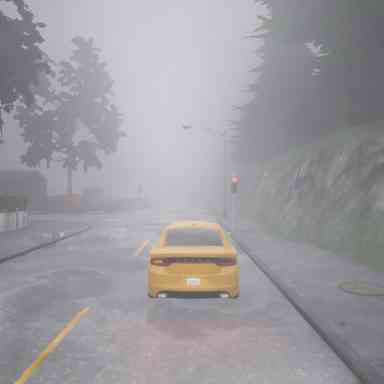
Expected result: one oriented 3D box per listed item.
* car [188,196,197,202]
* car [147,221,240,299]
[{"bbox_3d":[0.012,1.508,71.061,1.895,1.301,4.718,0,0,0],"label":"car"},{"bbox_3d":[0.049,1.478,8.528,1.882,1.535,5.008,0,0,1],"label":"car"}]
